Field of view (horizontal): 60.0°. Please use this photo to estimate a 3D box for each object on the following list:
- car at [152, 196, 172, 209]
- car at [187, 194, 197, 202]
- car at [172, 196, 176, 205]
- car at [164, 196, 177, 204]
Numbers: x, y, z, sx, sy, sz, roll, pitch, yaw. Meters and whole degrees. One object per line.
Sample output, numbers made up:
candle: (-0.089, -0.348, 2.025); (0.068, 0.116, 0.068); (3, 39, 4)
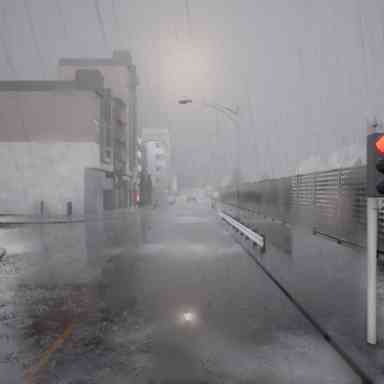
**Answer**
car: (-4.116, 1.505, 44.346); (1.837, 1.490, 4.892); (0, 0, 0)
car: (-0.038, 1.355, 76.616); (2.097, 1.767, 4.553); (0, 0, 0)
car: (-4.113, 1.477, 54.579); (1.882, 1.535, 5.008); (0, 0, 0)
car: (-4.077, 1.491, 64.827); (2.128, 1.511, 4.902); (0, 0, 0)
